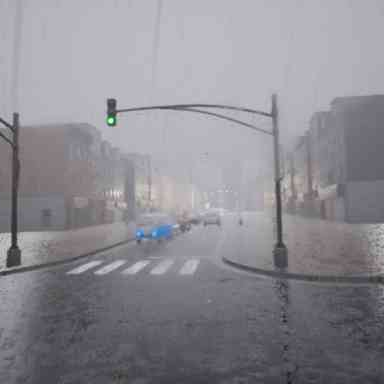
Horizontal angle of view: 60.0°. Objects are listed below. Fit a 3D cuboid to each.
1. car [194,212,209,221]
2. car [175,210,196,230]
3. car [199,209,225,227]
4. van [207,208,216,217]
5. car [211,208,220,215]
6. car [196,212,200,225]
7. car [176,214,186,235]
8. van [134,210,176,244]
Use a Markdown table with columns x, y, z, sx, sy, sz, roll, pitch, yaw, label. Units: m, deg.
| x | y | z | sx | sy | sz | roll | pitch | yaw | label |
| --- | --- | --- | --- | --- | --- | --- | --- | --- | --- |
| 1.428 | 3.667 | 50.208 | 1.802 | 1.307 | 4.206 | 0 | -2 | 7 | car |
| -1.301 | 2.553 | 29.251 | 2.192 | 1.841 | 5.009 | 0 | -2 | 7 | car |
| 2.207 | 2.925 | 35.949 | 1.837 | 1.490 | 4.892 | -2 | -2 | 7 | car |
| 4.158 | 4.333 | 71.183 | 1.690 | 1.788 | 3.998 | 0 | -3 | 7 | van |
| 6.207 | 5.023 | 86.906 | 2.192 | 1.841 | 5.009 | -1 | -3 | 7 | car |
| 0.063 | 3.199 | 39.725 | 1.887 | 1.381 | 4.507 | 0 | -2 | 7 | car |
| -1.945 | 2.596 | 24.302 | 2.008 | 1.369 | 4.403 | 0 | -2 | 7 | car |
| -2.372 | 2.259 | 21.020 | 1.690 | 1.788 | 3.998 | 0 | -2 | 7 | van |
